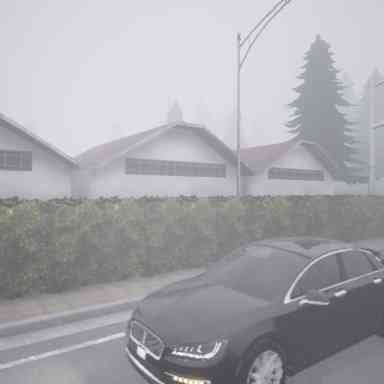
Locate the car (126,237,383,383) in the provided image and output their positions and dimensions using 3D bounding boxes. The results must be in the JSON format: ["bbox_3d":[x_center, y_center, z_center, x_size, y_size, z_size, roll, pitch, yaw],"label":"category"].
[{"bbox_3d":[1.438,1.507,4.994,4.892,1.490,1.837,1,0,-35],"label":"car"}]
